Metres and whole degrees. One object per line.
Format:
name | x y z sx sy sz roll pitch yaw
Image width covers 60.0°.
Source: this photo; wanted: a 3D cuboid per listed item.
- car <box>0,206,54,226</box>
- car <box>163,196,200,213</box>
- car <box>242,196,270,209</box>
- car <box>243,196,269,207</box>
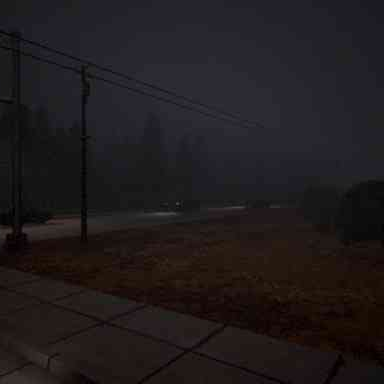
car | -11.797 1.627 21.948 1.895 1.301 4.718 0 0 37
car | -1.066 1.283 36.418 2.097 1.767 4.553 0 0 37
car | 8.428 1.467 43.024 1.895 1.301 4.718 0 0 37
car | 9.881 1.359 51.031 2.128 1.511 4.902 0 0 37
